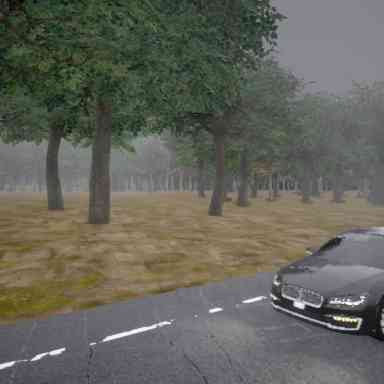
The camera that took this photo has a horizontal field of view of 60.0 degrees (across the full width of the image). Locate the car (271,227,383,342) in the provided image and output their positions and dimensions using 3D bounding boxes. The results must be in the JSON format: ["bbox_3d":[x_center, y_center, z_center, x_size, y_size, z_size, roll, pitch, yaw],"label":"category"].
[{"bbox_3d":[3.648,1.511,6.590,4.892,1.490,1.837,0,0,-35],"label":"car"}]
